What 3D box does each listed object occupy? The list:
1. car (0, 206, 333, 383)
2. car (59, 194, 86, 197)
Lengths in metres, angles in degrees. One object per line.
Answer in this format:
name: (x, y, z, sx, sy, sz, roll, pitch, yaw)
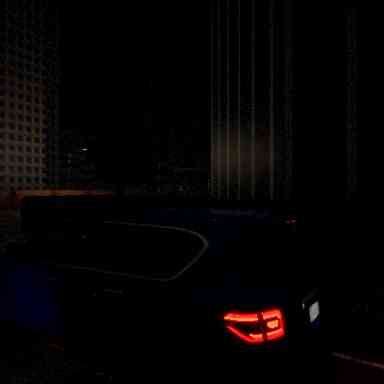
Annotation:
car: (-1.021, 1.221, 4.715, 5.566, 2.045, 2.150, 0, 0, 35)
car: (-15.299, 1.277, 40.684, 2.150, 2.045, 5.566, 0, 0, 36)
